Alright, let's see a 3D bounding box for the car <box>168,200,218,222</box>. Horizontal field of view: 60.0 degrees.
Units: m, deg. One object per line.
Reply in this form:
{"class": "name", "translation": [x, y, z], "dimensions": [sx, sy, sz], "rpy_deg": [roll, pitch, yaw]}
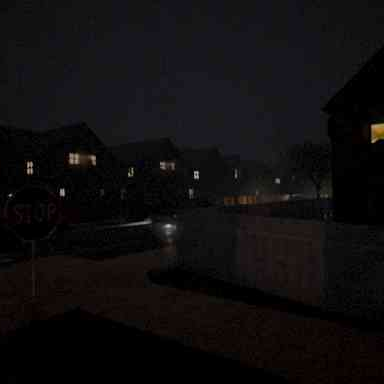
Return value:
{"class": "car", "translation": [0.240, 1.389, 24.737], "dimensions": [1.837, 1.490, 4.892], "rpy_deg": [-2, 0, 36]}

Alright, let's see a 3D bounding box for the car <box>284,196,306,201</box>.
{"class": "car", "translation": [13.140, 1.220, 42.162], "dimensions": [1.882, 1.535, 5.008], "rpy_deg": [-2, -1, 37]}

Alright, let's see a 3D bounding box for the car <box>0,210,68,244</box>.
{"class": "car", "translation": [-7.698, 1.504, 13.956], "dimensions": [1.837, 1.490, 4.892], "rpy_deg": [-2, -1, 36]}
